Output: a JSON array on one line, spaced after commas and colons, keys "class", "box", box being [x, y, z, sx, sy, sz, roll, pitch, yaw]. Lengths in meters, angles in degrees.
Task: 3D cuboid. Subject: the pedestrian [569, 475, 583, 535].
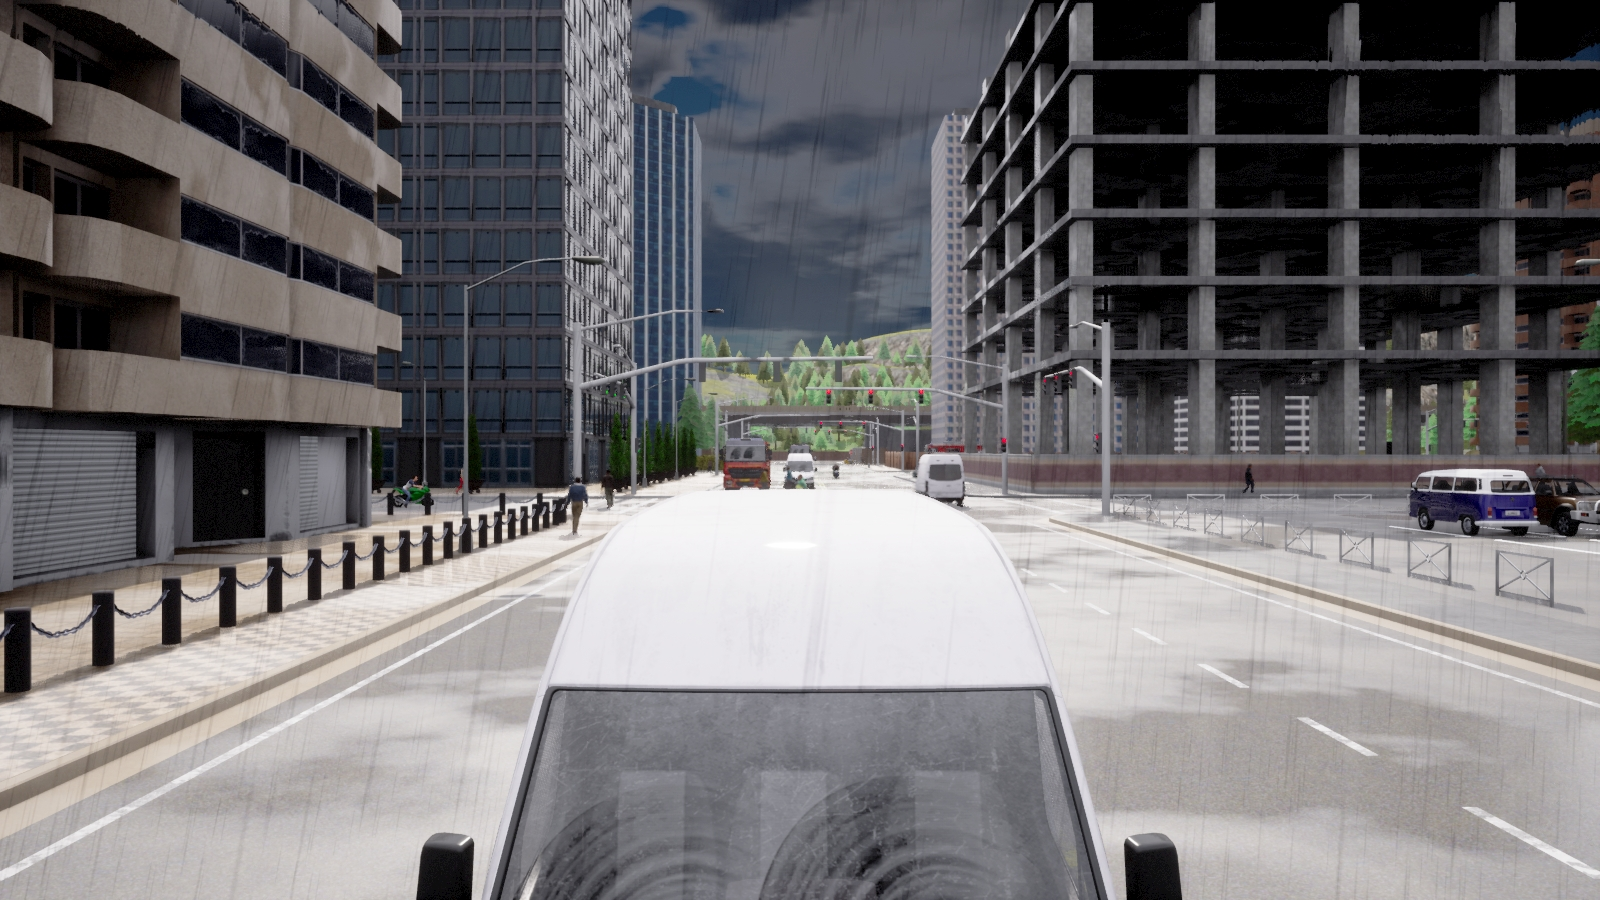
[{"class": "pedestrian", "box": [-6.954, 1.697, 35.513, 0.375, 1.860, 0.375, 0, 0, -3]}]

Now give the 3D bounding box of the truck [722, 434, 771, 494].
[{"class": "truck", "box": [-3.496, 0.891, 77.013, 2.891, 3.827, 8.468, 0, 0, 0]}]

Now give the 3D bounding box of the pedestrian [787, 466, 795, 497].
[{"class": "pedestrian", "box": [-0.508, 1.848, 67.225, 0.375, 1.860, 0.375, 0, 0, -17]}]

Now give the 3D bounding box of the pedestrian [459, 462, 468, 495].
[{"class": "pedestrian", "box": [-19.394, 1.641, 65.856, 0.375, 1.860, 0.375, 0, 0, 11]}]

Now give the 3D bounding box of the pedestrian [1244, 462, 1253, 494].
[{"class": "pedestrian", "box": [26.137, 1.641, 66.555, 0.375, 1.860, 0.375, 0, 0, -1]}]

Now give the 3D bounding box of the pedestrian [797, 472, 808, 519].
[{"class": "pedestrian", "box": [0.106, 1.835, 46.078, 0.375, 1.860, 0.375, 0, 0, -10]}]

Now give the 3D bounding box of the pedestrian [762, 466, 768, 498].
[{"class": "pedestrian", "box": [-2.051, 1.848, 66.785, 0.375, 1.860, 0.375, 0, 0, -3]}]

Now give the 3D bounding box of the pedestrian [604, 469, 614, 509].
[{"class": "pedestrian", "box": [-8.922, 1.805, 53.402, 0.375, 1.860, 0.375, 0, 0, 3]}]

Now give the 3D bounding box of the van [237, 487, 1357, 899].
[{"class": "van", "box": [-0.002, 1.534, 4.985, 1.988, 2.561, 5.915, 0, 0, 0]}]

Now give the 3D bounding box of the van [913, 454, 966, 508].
[{"class": "van", "box": [7.002, 1.504, 57.886, 1.988, 2.561, 5.915, 0, 0, 0]}]
